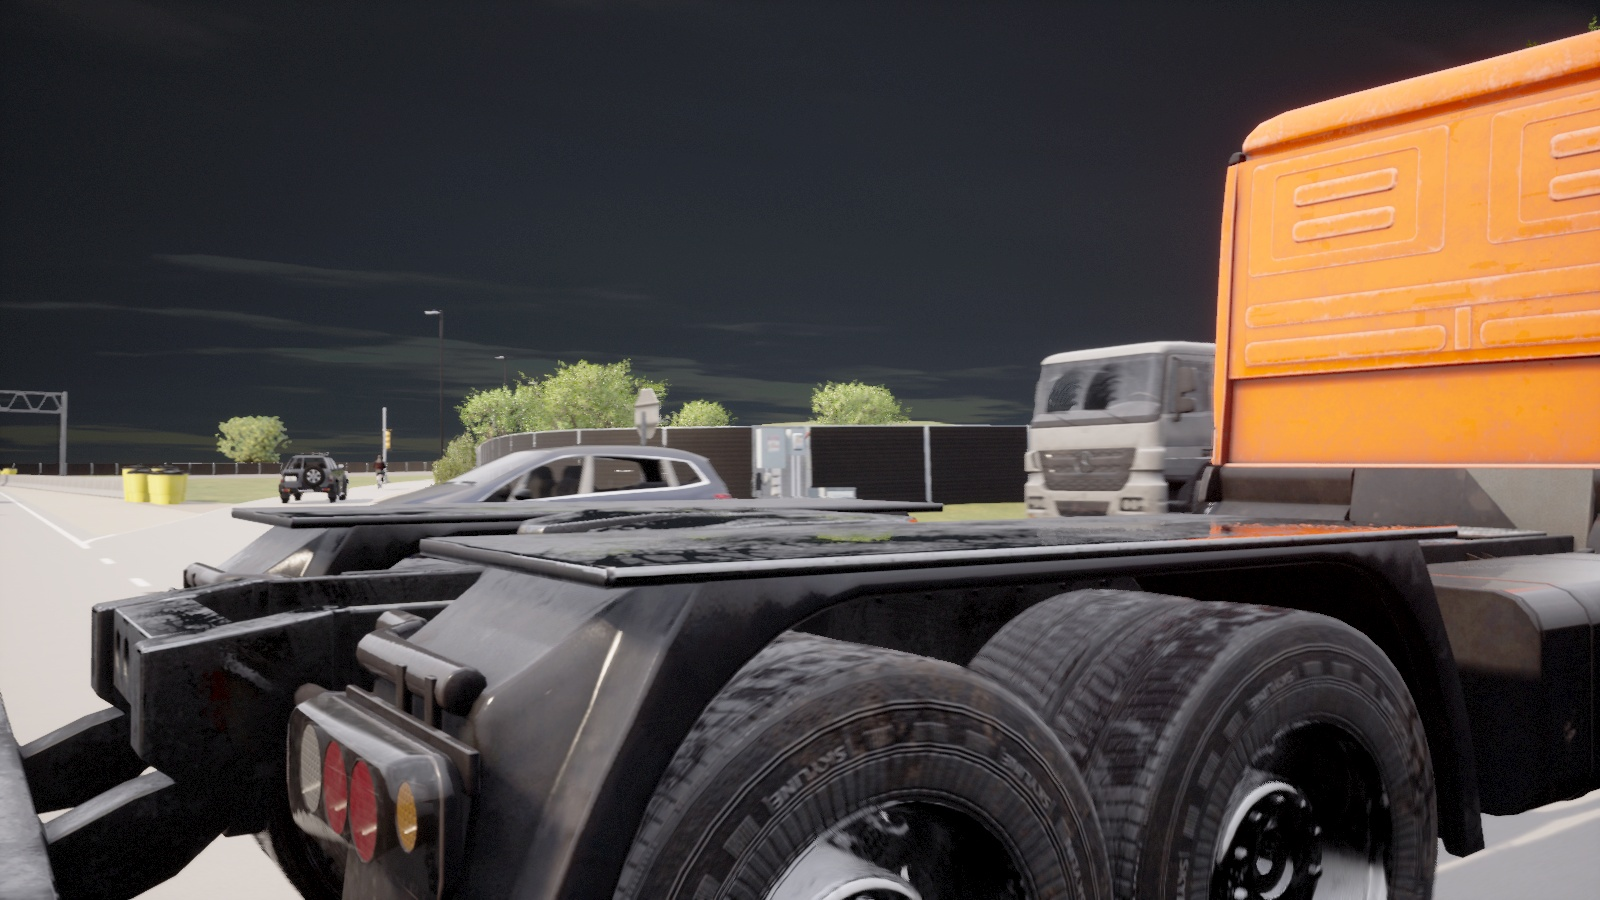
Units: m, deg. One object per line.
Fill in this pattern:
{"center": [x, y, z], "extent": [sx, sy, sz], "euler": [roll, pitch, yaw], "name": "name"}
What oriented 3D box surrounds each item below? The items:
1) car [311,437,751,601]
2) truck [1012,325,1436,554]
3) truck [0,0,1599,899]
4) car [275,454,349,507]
{"center": [-3.152, 0.724, 14.994], "extent": [4.611, 1.667, 2.242], "euler": [0, -1, -34], "name": "car"}
{"center": [7.716, -0.075, 22.376], "extent": [7.936, 3.462, 2.891], "euler": [1, -2, -34], "name": "truck"}
{"center": [1.567, -0.211, 4.791], "extent": [7.936, 3.462, 2.891], "euler": [0, -1, -35], "name": "truck"}
{"center": [-18.165, 1.099, 46.965], "extent": [1.932, 1.855, 4.605], "euler": [-1, 0, -13], "name": "car"}
